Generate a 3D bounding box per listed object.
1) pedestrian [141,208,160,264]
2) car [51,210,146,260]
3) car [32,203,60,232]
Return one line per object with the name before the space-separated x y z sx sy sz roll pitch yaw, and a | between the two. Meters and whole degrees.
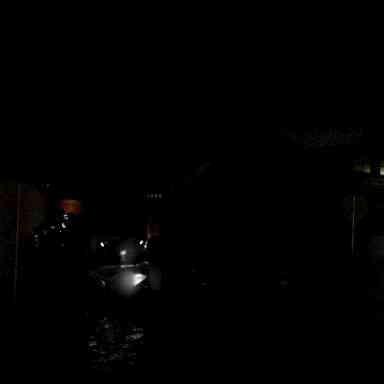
pedestrian | -1.277 1.366 10.564 0.375 1.860 0.375 2 -1 -34
car | -3.730 1.620 13.077 2.033 1.411 5.357 3 -2 -35
car | -9.352 1.487 21.143 2.097 1.767 4.553 3 -2 -35
